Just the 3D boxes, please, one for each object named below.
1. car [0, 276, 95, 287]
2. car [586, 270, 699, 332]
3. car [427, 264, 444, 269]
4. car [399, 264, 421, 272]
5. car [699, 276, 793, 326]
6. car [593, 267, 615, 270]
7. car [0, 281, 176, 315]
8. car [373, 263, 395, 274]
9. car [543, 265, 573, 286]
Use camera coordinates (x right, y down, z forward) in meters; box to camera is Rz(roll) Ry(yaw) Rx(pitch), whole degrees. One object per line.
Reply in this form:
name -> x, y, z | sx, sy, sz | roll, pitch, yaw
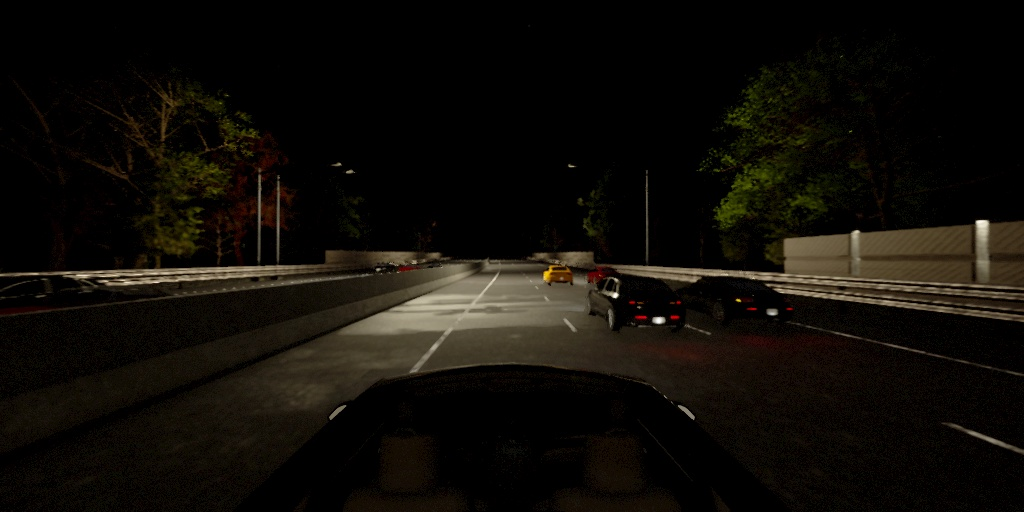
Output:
car -> -14.100, 1.342, 10.123 | 1.837, 1.490, 4.892 | 0, -1, 0
car -> 3.600, 1.351, 11.212 | 1.837, 1.490, 4.892 | 0, -1, 0
car -> -10.781, 1.766, 50.831 | 1.994, 1.385, 4.181 | 0, 0, -1
car -> -14.271, 1.801, 50.243 | 1.895, 1.301, 4.718 | 0, 0, 0
car -> 7.101, 1.380, 12.084 | 1.812, 1.442, 4.674 | 0, -1, 0
car -> 7.089, 1.538, 27.886 | 1.812, 1.442, 4.674 | 0, -1, 0
car -> -10.600, 1.427, 9.079 | 1.895, 1.301, 4.718 | 0, -1, 0
car -> -17.770, 1.692, 50.054 | 2.128, 1.511, 4.902 | 0, 0, 0
car -> 3.587, 1.496, 28.407 | 1.882, 1.535, 5.008 | 0, -1, 0
